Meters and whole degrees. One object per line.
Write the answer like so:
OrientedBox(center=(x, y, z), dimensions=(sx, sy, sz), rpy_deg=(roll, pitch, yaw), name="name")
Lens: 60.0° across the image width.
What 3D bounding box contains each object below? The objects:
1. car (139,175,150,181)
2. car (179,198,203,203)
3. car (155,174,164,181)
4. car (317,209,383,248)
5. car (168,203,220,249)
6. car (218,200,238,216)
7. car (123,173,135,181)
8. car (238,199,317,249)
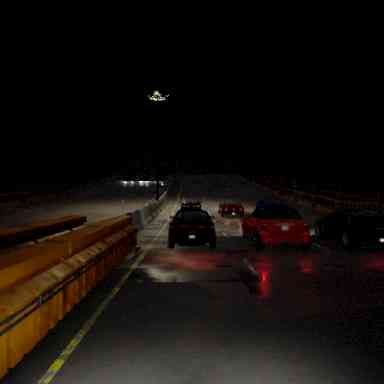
OrientedBox(center=(-10.833, -3.277, 76.077), dimensions=(1.994, 1.385, 4.181), rpy_deg=(0, 7, 0), name="car")
OrientedBox(center=(-0.076, 1.292, 29.653), dimensions=(2.128, 1.511, 4.902), rpy_deg=(0, 2, 0), name="car")
OrientedBox(center=(-7.333, -3.290, 76.094), dimensions=(2.033, 1.411, 5.357), rpy_deg=(0, 7, 0), name="car")
OrientedBox(center=(7.000, 1.516, 14.656), dimensions=(1.837, 1.490, 4.892), rpy_deg=(0, 0, 0), name="car")
OrientedBox(center=(0.000, 1.484, 14.653), dimensions=(1.882, 1.535, 5.008), rpy_deg=(0, 0, 0), name="car")
OrientedBox(center=(3.423, 1.412, 29.706), dimensions=(1.895, 1.301, 4.718), rpy_deg=(0, 2, 0), name="car")
OrientedBox(center=(-14.333, -3.477, 76.064), dimensions=(2.097, 1.767, 4.553), rpy_deg=(0, 7, 0), name="car")
OrientedBox(center=(3.500, 1.365, 14.625), dimensions=(2.097, 1.767, 4.553), rpy_deg=(0, 0, 0), name="car")
